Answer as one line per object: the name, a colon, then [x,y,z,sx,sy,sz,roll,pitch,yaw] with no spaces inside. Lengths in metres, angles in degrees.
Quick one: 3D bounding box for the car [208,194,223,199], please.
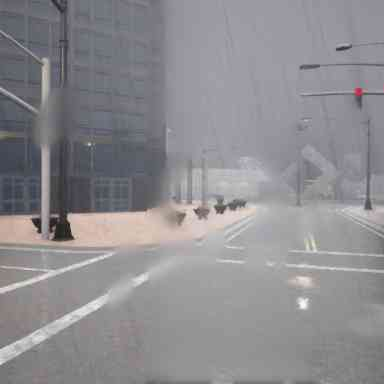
car: [5.764,1.207,89.776,5.357,1.411,2.033,0,0,-3]
